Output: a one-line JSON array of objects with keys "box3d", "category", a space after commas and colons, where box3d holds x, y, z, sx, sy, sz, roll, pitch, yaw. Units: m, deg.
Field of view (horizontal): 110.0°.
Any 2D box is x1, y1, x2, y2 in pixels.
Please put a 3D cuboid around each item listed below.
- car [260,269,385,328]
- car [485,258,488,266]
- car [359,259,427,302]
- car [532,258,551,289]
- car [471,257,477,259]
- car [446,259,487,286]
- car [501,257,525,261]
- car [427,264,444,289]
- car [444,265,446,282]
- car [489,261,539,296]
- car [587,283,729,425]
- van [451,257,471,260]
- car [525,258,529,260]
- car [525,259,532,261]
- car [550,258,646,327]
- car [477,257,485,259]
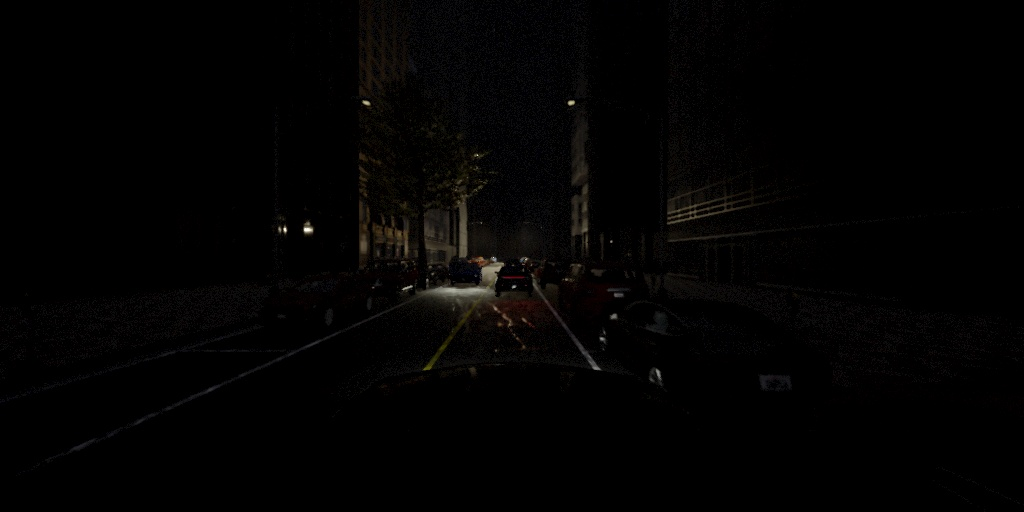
[{"box3d": [-5.860, 1.288, 11.350, 1.888, 1.381, 4.507, 0, 0, 0], "category": "car"}, {"box3d": [-5.871, 1.090, 62.104, 2.192, 1.841, 5.009, 0, 0, 0], "category": "car"}, {"box3d": [-5.861, 1.054, 16.990, 2.192, 1.841, 5.009, 0, 0, 0], "category": "car"}, {"box3d": [2.663, 1.051, 22.622, 2.192, 1.841, 5.009, 0, 0, 0], "category": "car"}, {"box3d": [-5.867, 1.192, 45.185, 1.967, 1.591, 4.097, 0, 0, 0], "category": "car"}, {"box3d": [-3.103, 1.212, 25.296, 1.882, 1.535, 5.008, 0, 0, 0], "category": "car"}, {"box3d": [0.093, 1.098, 40.480, 2.097, 1.767, 4.553, 0, 0, 0], "category": "car"}, {"box3d": [-5.862, 1.301, 22.630, 1.948, 1.339, 4.313, 0, 0, 0], "category": "car"}, {"box3d": [-5.864, 1.316, 28.268, 1.802, 1.307, 4.207, 0, 0, 0], "category": "car"}, {"box3d": [0.095, 1.230, 19.193, 2.128, 1.511, 4.902, 0, 0, 0], "category": "car"}, {"box3d": [2.667, 1.313, 5.704, 1.948, 1.339, 4.313, 0, 0, 0], "category": "car"}, {"box3d": [-5.866, 1.085, 39.546, 1.690, 1.789, 3.998, 0, 0, 0], "category": "van"}, {"box3d": [2.657, 1.305, 50.814, 1.888, 1.381, 4.507, 0, 0, 0], "category": "car"}, {"box3d": [2.659, 1.326, 39.536, 1.802, 1.307, 4.207, 0, 0, 0], "category": "car"}, {"box3d": [2.665, 1.058, 11.344, 2.192, 1.841, 5.009, 0, 0, 0], "category": "car"}, {"box3d": [-5.870, 1.082, 56.465, 2.192, 1.841, 5.009, 0, 0, 0], "category": "car"}]
